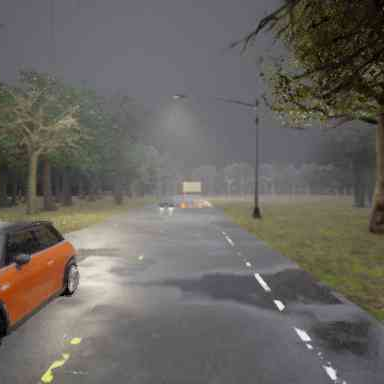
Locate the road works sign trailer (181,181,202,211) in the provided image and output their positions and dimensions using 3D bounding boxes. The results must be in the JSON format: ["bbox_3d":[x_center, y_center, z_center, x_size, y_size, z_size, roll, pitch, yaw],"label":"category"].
[{"bbox_3d":[0.000,0.427,40.036,2.380,3.560,2.880,0,0,0],"label":"road works sign trailer"}]

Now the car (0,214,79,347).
[{"bbox_3d":[-3.599,1.356,5.592,2.097,1.767,4.553,0,0,0],"label":"car"}]

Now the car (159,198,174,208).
[{"bbox_3d":[-3.578,1.489,47.423,1.994,1.385,4.181,0,0,0],"label":"car"}]
